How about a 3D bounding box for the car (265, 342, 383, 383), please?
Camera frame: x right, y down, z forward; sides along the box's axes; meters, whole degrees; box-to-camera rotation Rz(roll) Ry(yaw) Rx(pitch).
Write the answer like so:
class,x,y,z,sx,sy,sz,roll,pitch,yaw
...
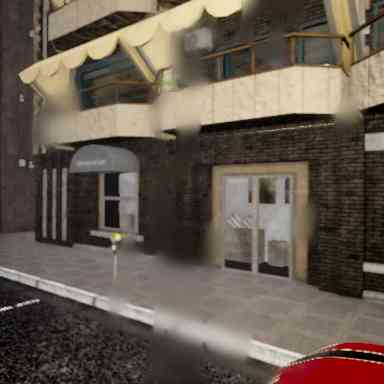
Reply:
class,x,y,z,sx,sy,sz,roll,pitch,yaw
car,2.080,1.450,1.392,4.097,1.590,1.967,1,0,36
